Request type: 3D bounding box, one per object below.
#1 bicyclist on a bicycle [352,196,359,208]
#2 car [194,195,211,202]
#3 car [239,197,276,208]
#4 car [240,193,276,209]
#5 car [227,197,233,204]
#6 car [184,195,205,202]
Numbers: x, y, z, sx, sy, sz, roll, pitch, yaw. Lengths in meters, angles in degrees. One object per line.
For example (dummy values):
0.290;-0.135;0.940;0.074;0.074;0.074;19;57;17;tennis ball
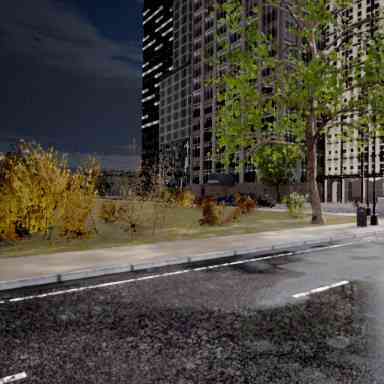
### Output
23.111;1.398;47.018;1.656;1.620;0.582;1;0;-34;bicyclist on a bicycle
2.739;1.305;64.009;2.097;1.767;4.553;1;0;-33;car
9.367;1.477;48.016;2.033;1.411;5.357;1;0;-34;car
8.413;1.108;43.610;2.150;2.045;5.566;1;0;-34;car
6.097;1.526;64.744;1.812;1.442;4.674;1;0;-34;car
0.528;1.395;73.053;2.033;1.411;5.357;1;0;-34;car
